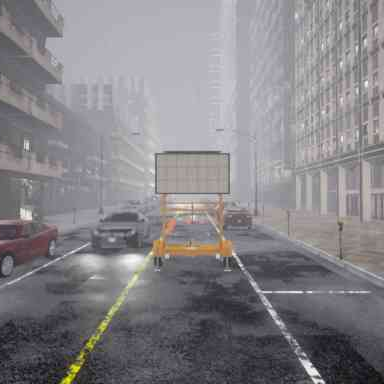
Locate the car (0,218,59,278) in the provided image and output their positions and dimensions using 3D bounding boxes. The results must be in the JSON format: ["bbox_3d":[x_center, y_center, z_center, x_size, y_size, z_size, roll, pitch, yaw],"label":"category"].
[{"bbox_3d":[-5.661,1.548,10.215,1.887,1.381,4.507,1,0,0],"label":"car"}]

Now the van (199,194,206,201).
[{"bbox_3d":[2.844,1.352,87.944,1.690,1.788,3.998,1,0,0],"label":"van"}]

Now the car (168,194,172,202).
[{"bbox_3d":[-5.574,1.563,65.683,2.008,1.369,4.403,1,0,0],"label":"car"}]

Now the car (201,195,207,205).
[{"bbox_3d":[2.779,1.562,49.108,2.008,1.369,4.403,1,0,0],"label":"car"}]

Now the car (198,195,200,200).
[{"bbox_3d":[2.813,1.594,71.300,1.802,1.307,4.206,1,0,0],"label":"car"}]

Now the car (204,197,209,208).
[{"bbox_3d":[2.762,1.555,38.013,1.887,1.381,4.507,1,0,0],"label":"car"}]

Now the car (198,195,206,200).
[{"bbox_3d":[2.848,1.576,93.492,1.947,1.339,4.313,1,0,0],"label":"car"}]

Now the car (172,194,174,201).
[{"bbox_3d":[-5.564,1.452,71.230,1.967,1.590,4.097,1,0,0],"label":"car"}]

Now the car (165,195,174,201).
[{"bbox_3d":[-5.559,1.537,82.153,1.752,1.417,4.829,1,0,0],"label":"car"}]

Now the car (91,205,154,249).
[{"bbox_3d":[-2.979,1.530,14.723,1.812,1.442,4.674,0,0,0],"label":"car"}]

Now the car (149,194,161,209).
[{"bbox_3d":[-5.607,1.451,43.497,1.967,1.590,4.097,1,0,0],"label":"car"}]

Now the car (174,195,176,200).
[{"bbox_3d":[-5.556,1.327,76.777,2.192,1.841,5.009,1,0,0],"label":"car"}]

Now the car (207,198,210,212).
[{"bbox_3d":[2.754,1.554,32.464,1.887,1.381,4.507,1,0,0],"label":"car"}]

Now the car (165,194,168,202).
[{"bbox_3d":[-5.587,1.326,54.590,2.192,1.841,5.009,1,0,0],"label":"car"}]

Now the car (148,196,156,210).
[{"bbox_3d":[-5.618,1.555,37.950,1.887,1.381,4.507,1,0,0],"label":"car"}]

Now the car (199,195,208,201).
[{"bbox_3d":[2.834,1.452,82.396,1.967,1.590,4.097,1,0,0],"label":"car"}]

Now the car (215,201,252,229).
[{"bbox_3d":[2.736,1.552,21.368,1.887,1.381,4.507,1,0,0],"label":"car"}]

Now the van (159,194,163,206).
[{"bbox_3d":[-5.596,1.352,49.044,1.690,1.788,3.998,1,0,0],"label":"van"}]

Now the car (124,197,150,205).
[{"bbox_3d":[-5.625,1.450,32.402,1.967,1.590,4.097,1,0,0],"label":"car"}]

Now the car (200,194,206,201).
[{"bbox_3d":[2.798,1.537,60.374,1.752,1.417,4.829,1,0,0],"label":"car"}]

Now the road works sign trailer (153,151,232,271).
[{"bbox_3d":[0.015,0.468,10.849,2.380,3.560,2.880,0,0,0],"label":"road works sign trailer"}]

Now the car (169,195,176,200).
[{"bbox_3d":[-5.498,1.536,93.246,1.752,1.417,4.829,1,0,0],"label":"car"}]

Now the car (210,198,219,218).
[{"bbox_3d":[2.747,1.449,26.916,1.967,1.590,4.097,1,0,0],"label":"car"}]
